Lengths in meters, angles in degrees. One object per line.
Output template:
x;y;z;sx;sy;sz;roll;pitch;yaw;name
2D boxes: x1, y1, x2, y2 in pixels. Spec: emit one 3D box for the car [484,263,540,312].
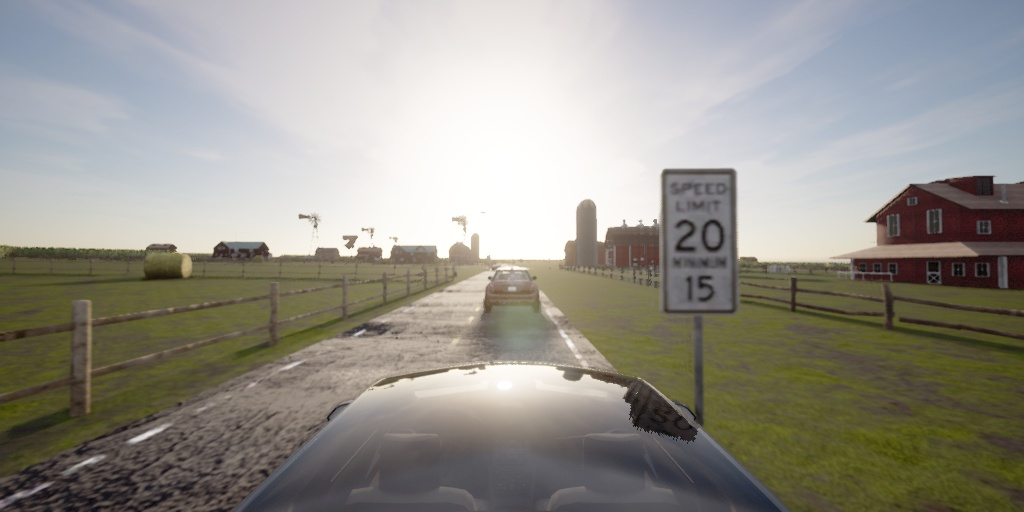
0.014;1.253;15.261;2.097;1.767;4.553;0;-1;0;car
